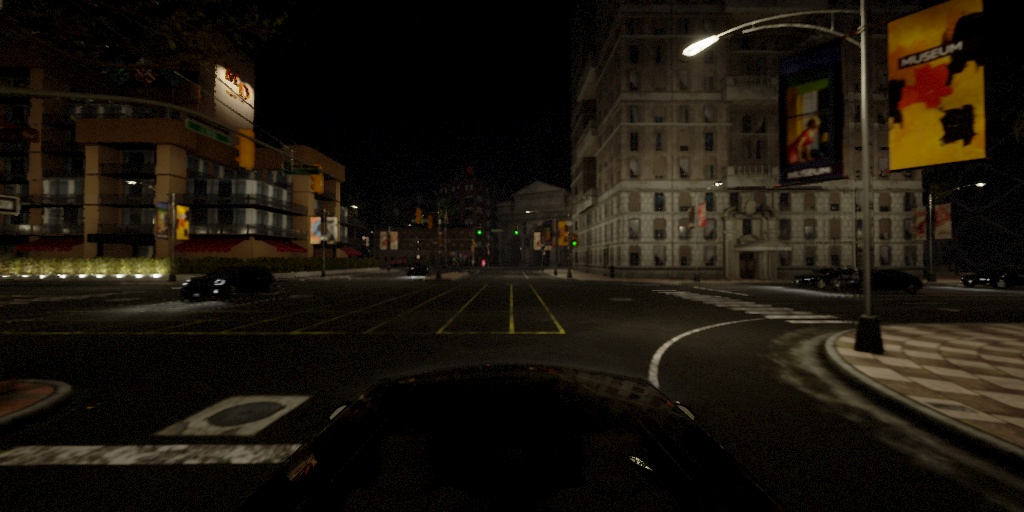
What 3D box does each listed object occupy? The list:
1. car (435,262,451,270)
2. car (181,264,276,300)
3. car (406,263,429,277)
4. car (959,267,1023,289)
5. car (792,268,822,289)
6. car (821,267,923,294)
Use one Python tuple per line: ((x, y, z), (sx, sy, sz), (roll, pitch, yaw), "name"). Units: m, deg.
((-11.494, 1.642, 59.820), (1.895, 1.301, 4.718), (0, -1, 0), "car")
((-14.998, 1.290, 19.297), (2.097, 1.767, 4.553), (0, -1, 0), "car")
((-11.584, 1.814, 44.361), (1.994, 1.385, 4.181), (0, -1, 0), "car")
((34.829, 1.533, 25.350), (4.892, 1.490, 1.837), (0, -1, 0), "car")
((22.569, 1.533, 25.345), (4.892, 1.490, 1.837), (0, -1, 0), "car")
((22.122, 1.512, 21.843), (4.674, 1.442, 1.812), (0, -1, 0), "car")
